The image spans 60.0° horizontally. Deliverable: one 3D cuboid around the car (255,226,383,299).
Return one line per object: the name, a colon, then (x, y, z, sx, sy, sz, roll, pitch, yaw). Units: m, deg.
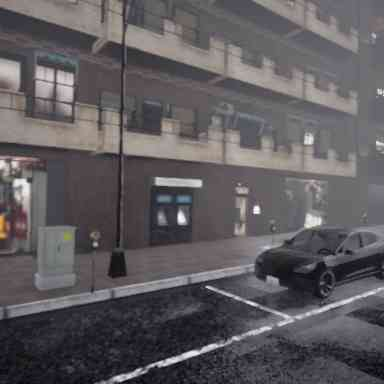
car: (3.572, 1.598, 8.617, 4.313, 1.339, 1.947, 0, 1, -35)
